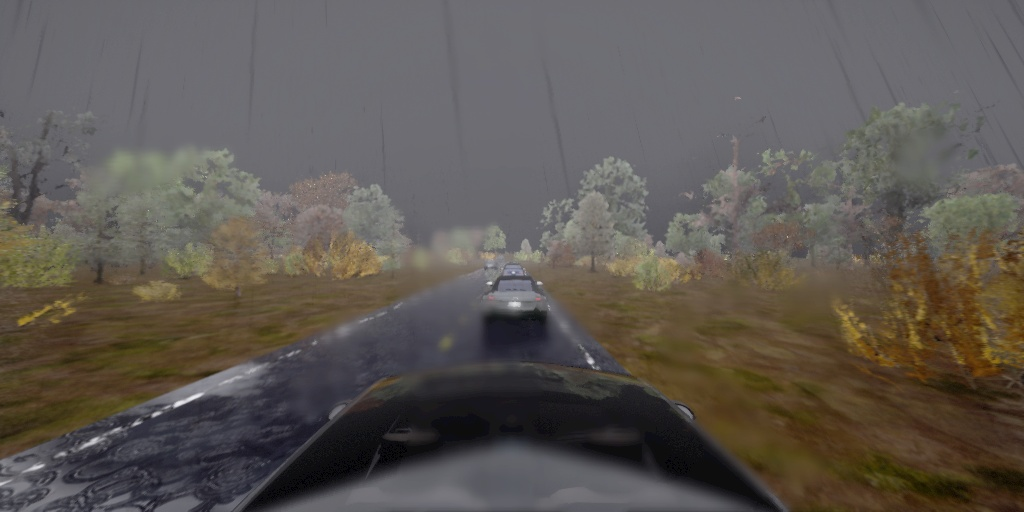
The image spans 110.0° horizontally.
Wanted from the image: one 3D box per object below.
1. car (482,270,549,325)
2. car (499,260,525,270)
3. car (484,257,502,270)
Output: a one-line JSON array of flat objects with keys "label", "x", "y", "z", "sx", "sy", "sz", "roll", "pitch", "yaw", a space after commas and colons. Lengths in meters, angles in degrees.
[{"label": "car", "x": 0.103, "y": 1.324, "z": 11.858, "sx": 1.994, "sy": 1.385, "sz": 4.181, "roll": 0, "pitch": 0, "yaw": 0}, {"label": "car", "x": 0.099, "y": 1.322, "z": 29.808, "sx": 2.033, "sy": 1.411, "sz": 5.357, "roll": 0, "pitch": 0, "yaw": 0}, {"label": "car", "x": -3.058, "y": 1.282, "z": 52.329, "sx": 2.128, "sy": 1.511, "sz": 4.902, "roll": 0, "pitch": 0, "yaw": 0}]
